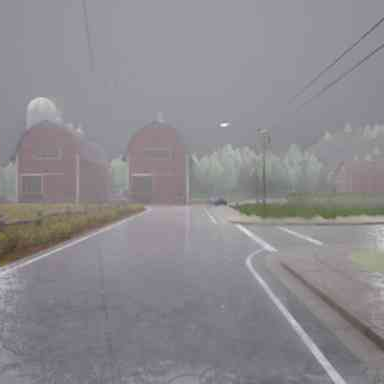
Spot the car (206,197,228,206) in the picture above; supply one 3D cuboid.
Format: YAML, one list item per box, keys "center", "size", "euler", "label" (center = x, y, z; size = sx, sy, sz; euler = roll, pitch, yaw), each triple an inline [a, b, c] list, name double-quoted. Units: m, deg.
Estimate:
- center: [4.095, 1.552, 54.527]
  size: [1.812, 1.442, 4.674]
  euler: [0, 0, 37]
  label: "car"
